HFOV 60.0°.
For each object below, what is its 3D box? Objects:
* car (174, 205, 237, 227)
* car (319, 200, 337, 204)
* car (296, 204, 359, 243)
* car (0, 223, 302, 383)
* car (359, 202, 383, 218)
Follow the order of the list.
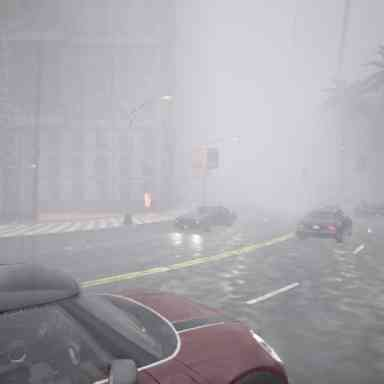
[{"bbox_3d":[1.015,1.531,20.559,2.033,1.411,5.357,0,0,31],"label":"car"},{"bbox_3d":[12.652,1.510,30.956,1.812,1.442,4.674,0,0,13],"label":"car"},{"bbox_3d":[6.605,1.539,16.280,2.033,1.411,5.357,0,0,32],"label":"car"},{"bbox_3d":[-1.326,1.349,2.384,4.553,1.767,2.097,0,0,-37],"label":"car"},{"bbox_3d":[16.005,1.588,29.887,1.895,1.301,4.718,0,0,13],"label":"car"}]
